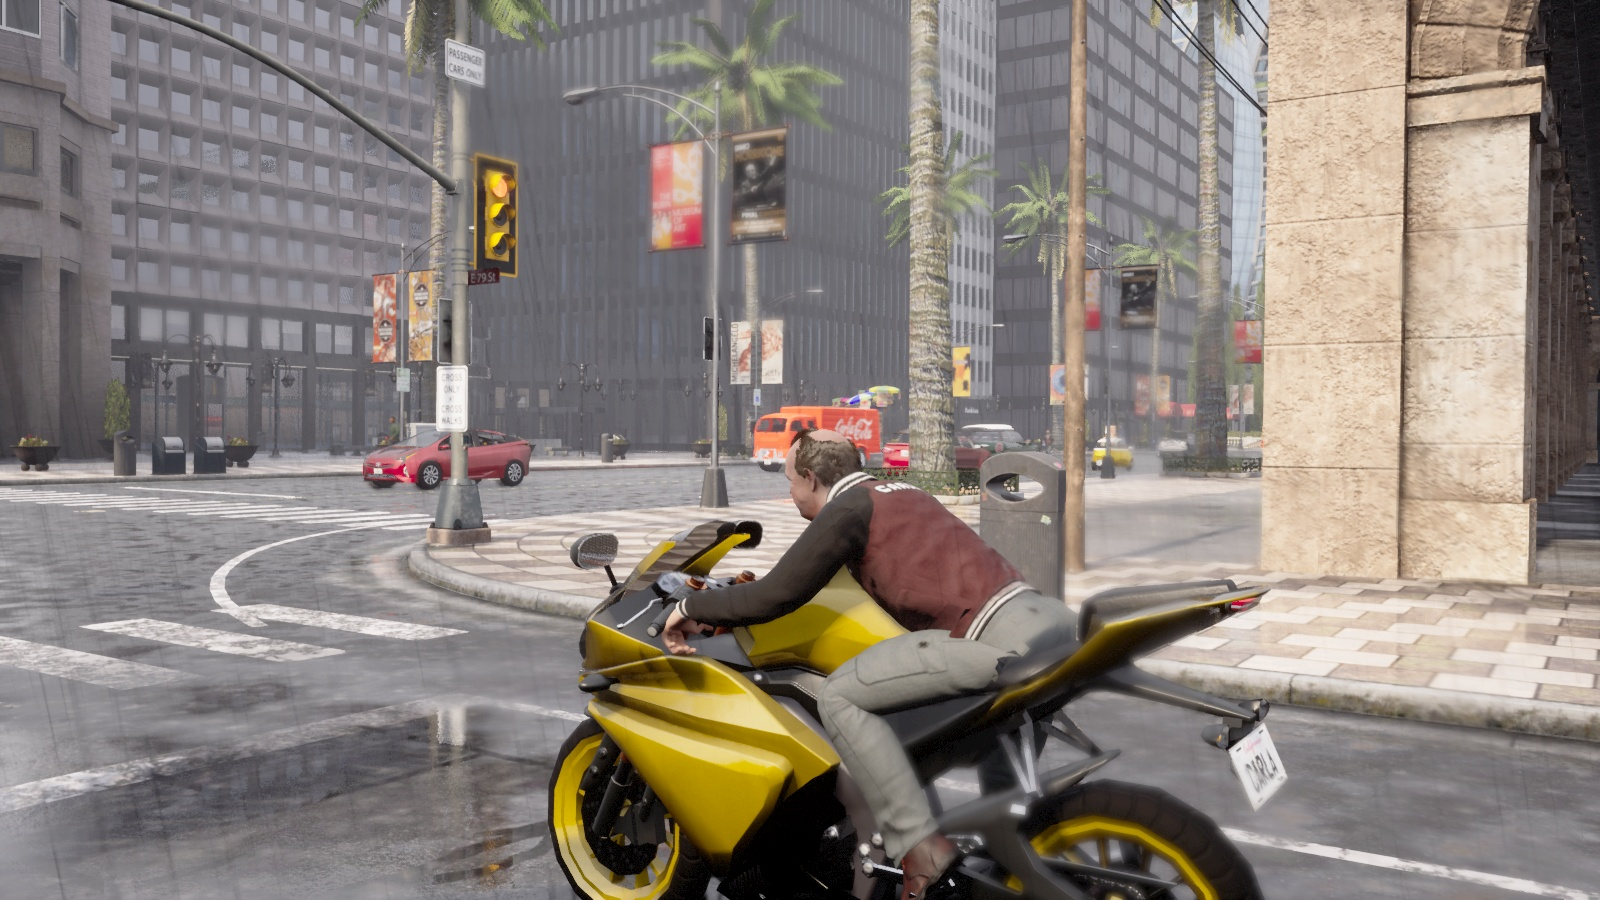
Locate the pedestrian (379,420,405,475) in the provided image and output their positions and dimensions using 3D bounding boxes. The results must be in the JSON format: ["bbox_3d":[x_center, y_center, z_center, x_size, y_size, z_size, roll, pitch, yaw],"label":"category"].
[{"bbox_3d":[-14.776,-0.099,45.505,0.423,1.949,0.788,0,1,32],"label":"pedestrian"}]

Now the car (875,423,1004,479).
[{"bbox_3d":[4.521,-0.013,40.106,2.242,1.667,4.611,0,1,33],"label":"car"}]

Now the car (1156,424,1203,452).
[{"bbox_3d":[26.062,-0.863,86.093,1.932,1.855,4.605,0,1,32],"label":"car"}]

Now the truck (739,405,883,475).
[{"bbox_3d":[0.489,-0.405,47.257,2.627,2.467,5.204,0,1,42],"label":"truck"}]

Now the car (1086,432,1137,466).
[{"bbox_3d":[13.223,-0.061,53.278,1.481,1.376,2.207,0,1,33],"label":"car"}]

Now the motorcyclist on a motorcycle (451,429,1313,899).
[{"bbox_3d":[0.146,0.718,3.421,2.191,1.530,0.866,0,1,33],"label":"motorcyclist on a motorcycle"}]

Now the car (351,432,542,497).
[{"bbox_3d":[-8.995,0.318,32.343,2.007,1.525,4.514,0,1,33],"label":"car"}]

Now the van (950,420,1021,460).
[{"bbox_3d":[10.043,-0.560,67.707,2.069,2.038,4.480,0,1,33],"label":"van"}]

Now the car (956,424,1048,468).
[{"bbox_3d":[8.498,-0.203,52.448,2.097,1.767,4.553,0,1,33],"label":"car"}]
